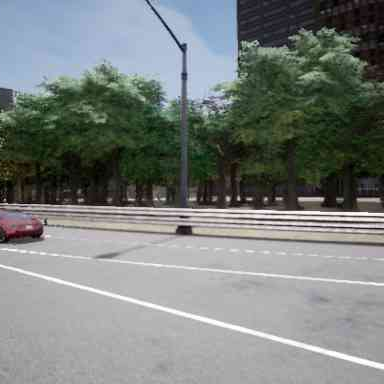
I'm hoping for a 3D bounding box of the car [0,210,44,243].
[{"bbox_3d":[-9.187,1.573,16.084,4.181,1.385,1.994,0,0,28],"label":"car"}]
